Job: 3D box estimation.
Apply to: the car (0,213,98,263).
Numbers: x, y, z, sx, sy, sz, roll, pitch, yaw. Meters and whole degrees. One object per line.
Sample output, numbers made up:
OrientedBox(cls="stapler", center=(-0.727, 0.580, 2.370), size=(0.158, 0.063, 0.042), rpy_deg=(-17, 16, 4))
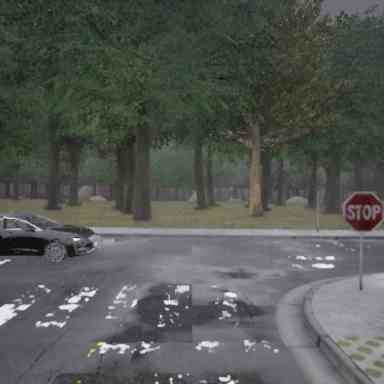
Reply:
OrientedBox(cls="car", center=(-5.718, 1.473, 11.226), size=(4.902, 1.511, 2.128), rpy_deg=(0, 1, 0))
